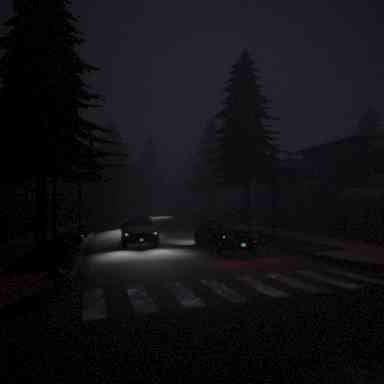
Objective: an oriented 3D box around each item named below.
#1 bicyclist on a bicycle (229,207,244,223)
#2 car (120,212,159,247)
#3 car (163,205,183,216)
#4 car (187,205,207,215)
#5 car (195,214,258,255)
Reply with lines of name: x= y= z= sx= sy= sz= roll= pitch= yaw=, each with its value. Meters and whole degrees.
bicyclist on a bicycle: x=3.252 y=1.896 z=23.966 sx=1.656 sy=1.620 sz=0.582 roll=-1 pitch=-1 yaw=-10
car: x=-2.960 y=2.105 z=18.503 sx=1.812 sy=1.442 sz=4.674 roll=-1 pitch=-1 yaw=-12
car: x=-2.790 y=2.692 z=49.706 sx=2.128 sy=1.511 sz=4.902 roll=-1 pitch=-1 yaw=14
car: x=0.800 y=2.679 z=49.005 sx=2.033 sy=1.411 sz=5.357 roll=-1 pitch=-1 yaw=16
car: x=1.486 y=1.981 z=15.614 sx=1.812 sy=1.442 sz=4.674 roll=-1 pitch=-1 yaw=-15
